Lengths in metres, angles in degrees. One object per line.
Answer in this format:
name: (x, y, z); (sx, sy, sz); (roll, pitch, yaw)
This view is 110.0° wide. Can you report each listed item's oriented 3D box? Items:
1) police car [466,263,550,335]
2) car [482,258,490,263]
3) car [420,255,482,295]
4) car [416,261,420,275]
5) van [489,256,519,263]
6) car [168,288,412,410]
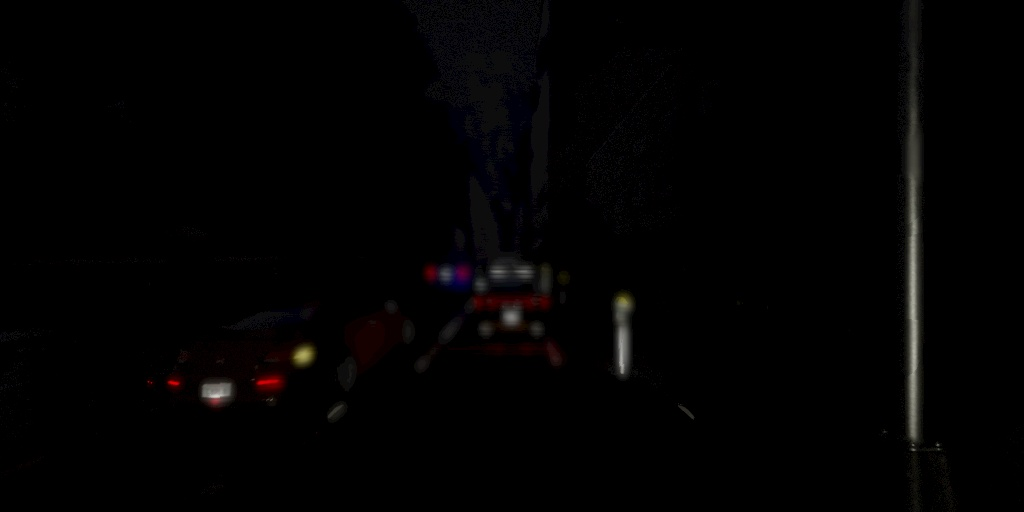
police car: (-0.011, 1.173, 10.610); (1.930, 1.638, 5.238); (0, 0, 0)
car: (-3.099, 1.236, 35.923); (1.837, 1.490, 4.892); (0, 0, 1)
car: (-3.113, 0.966, 19.745); (2.150, 2.045, 5.566); (0, 0, 1)
car: (-8.813, 1.040, 38.791); (2.192, 1.841, 5.009); (0, 0, 0)
van: (-0.289, 1.083, 21.849); (1.690, 1.789, 3.998); (0, 0, 0)
car: (-3.145, 1.275, 6.140); (1.812, 1.442, 4.674); (0, 0, 0)
